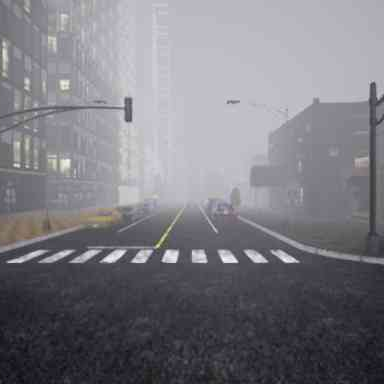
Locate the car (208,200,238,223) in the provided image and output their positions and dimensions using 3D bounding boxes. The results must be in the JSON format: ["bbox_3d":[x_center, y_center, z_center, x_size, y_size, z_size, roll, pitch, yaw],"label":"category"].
[{"bbox_3d":[2.683,1.705,28.194,1.967,1.590,4.097,-1,-1,0],"label":"car"}]

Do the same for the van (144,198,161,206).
[{"bbox_3d":[-5.663,1.766,45.183,1.690,1.788,3.998,-1,-1,0],"label":"van"}]

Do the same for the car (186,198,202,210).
[{"bbox_3d":[0.010,1.965,50.373,2.128,1.511,4.902,0,-1,0],"label":"car"}]

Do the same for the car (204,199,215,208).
[{"bbox_3d":[3.158,2.078,61.101,1.837,1.490,4.892,0,-1,0],"label":"car"}]

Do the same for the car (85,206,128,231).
[{"bbox_3d":[-5.835,1.737,22.436,1.752,1.417,4.829,-1,-1,0],"label":"car"}]

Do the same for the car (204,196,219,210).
[{"bbox_3d":[3.117,1.736,54.133,2.150,2.045,5.566,0,-1,0],"label":"car"}]

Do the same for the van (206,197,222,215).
[{"bbox_3d":[2.682,1.659,33.839,1.690,1.788,3.998,-1,-1,0],"label":"van"}]

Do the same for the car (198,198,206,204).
[{"bbox_3d":[2.696,2.396,90.275,1.887,1.381,4.507,-1,-1,0],"label":"car"}]

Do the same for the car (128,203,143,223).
[{"bbox_3d":[-5.662,1.832,28.249,1.947,1.339,4.313,-1,-1,0],"label":"car"}]

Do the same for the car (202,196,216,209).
[{"bbox_3d":[2.683,1.686,39.483,2.192,1.841,5.009,-1,-1,0],"label":"car"}]

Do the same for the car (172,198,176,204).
[{"bbox_3d":[-5.652,2.365,84.687,1.947,1.339,4.313,-1,-1,0],"label":"car"}]

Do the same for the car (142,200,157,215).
[{"bbox_3d":[-5.660,1.938,39.537,1.947,1.339,4.313,-1,-1,0],"label":"car"}]

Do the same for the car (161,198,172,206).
[{"bbox_3d":[-5.656,2.162,67.587,1.752,1.417,4.829,-1,-1,0],"label":"car"}]

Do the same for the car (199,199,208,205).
[{"bbox_3d":[2.695,2.310,78.987,1.947,1.339,4.313,-1,-1,0],"label":"car"}]
